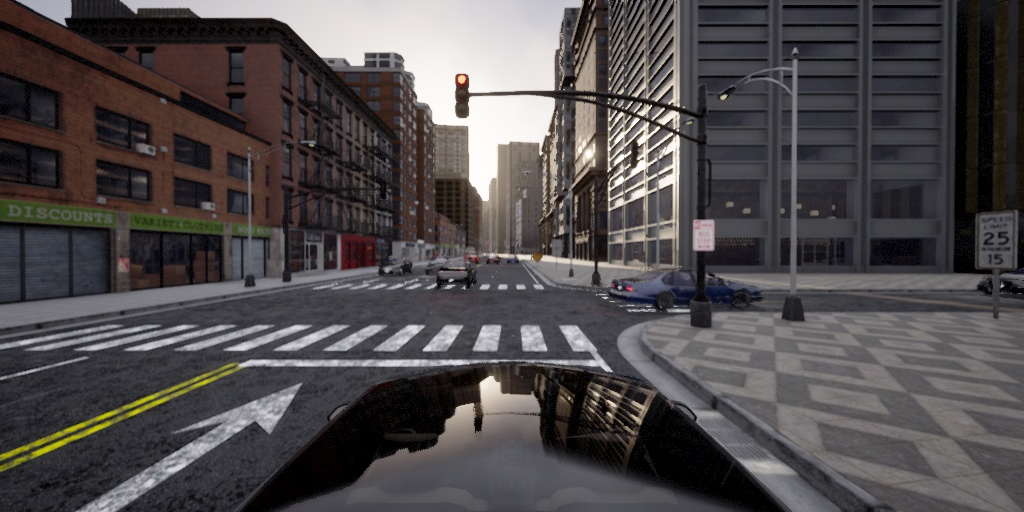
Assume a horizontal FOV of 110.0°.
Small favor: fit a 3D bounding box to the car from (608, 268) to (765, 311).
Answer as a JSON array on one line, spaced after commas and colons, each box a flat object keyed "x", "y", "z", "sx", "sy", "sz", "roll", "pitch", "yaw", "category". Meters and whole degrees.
[{"x": 6.338, "y": 1.168, "z": 13.219, "sx": 5.357, "sy": 1.411, "sz": 2.033, "roll": 0, "pitch": 0, "yaw": -10, "category": "car"}]

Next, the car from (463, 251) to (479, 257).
[{"x": -6.431, "y": 0.292, "z": 57.227, "sx": 2.150, "sy": 2.045, "sz": 5.566, "roll": 0, "pitch": 0, "yaw": 1, "category": "car"}]

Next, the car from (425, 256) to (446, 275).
[{"x": -6.516, "y": 0.907, "z": 32.457, "sx": 1.812, "sy": 1.442, "sz": 4.674, "roll": 0, "pitch": 1, "yaw": 0, "category": "car"}]

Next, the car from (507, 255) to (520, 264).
[{"x": 0.160, "y": 0.592, "z": 57.349, "sx": 1.812, "sy": 1.442, "sz": 4.674, "roll": 0, "pitch": 1, "yaw": 1, "category": "car"}]

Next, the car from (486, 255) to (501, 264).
[{"x": -3.088, "y": 0.592, "z": 57.350, "sx": 1.812, "sy": 1.442, "sz": 4.674, "roll": 0, "pitch": 1, "yaw": 1, "category": "car"}]

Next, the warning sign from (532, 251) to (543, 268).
[{"x": 2.933, "y": 0.385, "z": 41.273, "sx": 1.300, "sy": 1.860, "sz": 1.060, "roll": 0, "pitch": 0, "yaw": 0, "category": "warning sign"}]

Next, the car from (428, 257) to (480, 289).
[{"x": -3.113, "y": 1.015, "z": 20.899, "sx": 2.128, "sy": 1.511, "sz": 4.902, "roll": 0, "pitch": 1, "yaw": 0, "category": "car"}]

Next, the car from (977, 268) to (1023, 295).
[{"x": 23.873, "y": 1.165, "z": 16.064, "sx": 4.181, "sy": 1.385, "sz": 1.994, "roll": 0, "pitch": 1, "yaw": 0, "category": "car"}]

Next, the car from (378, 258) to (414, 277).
[{"x": -9.788, "y": 0.896, "z": 30.546, "sx": 2.128, "sy": 1.511, "sz": 4.902, "roll": 0, "pitch": 1, "yaw": 0, "category": "car"}]
